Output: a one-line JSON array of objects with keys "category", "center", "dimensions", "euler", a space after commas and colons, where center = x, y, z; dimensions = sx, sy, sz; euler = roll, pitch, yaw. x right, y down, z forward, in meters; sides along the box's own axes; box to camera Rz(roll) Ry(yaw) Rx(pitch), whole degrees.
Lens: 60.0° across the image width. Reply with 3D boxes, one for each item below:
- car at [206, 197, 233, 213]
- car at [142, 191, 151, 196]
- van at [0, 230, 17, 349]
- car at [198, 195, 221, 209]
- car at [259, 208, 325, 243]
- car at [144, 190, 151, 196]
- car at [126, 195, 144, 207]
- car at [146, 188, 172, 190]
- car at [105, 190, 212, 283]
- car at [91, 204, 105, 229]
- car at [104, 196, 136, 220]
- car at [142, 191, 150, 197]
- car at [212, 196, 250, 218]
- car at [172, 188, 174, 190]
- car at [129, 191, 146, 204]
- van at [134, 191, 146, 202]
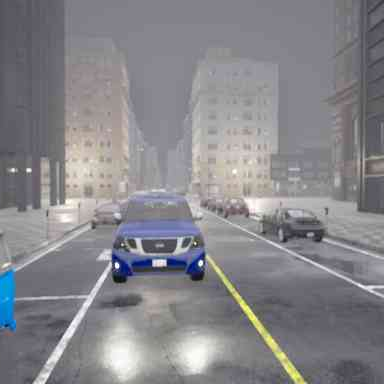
[{"category": "car", "center": [2.529, 1.188, 31.673], "dimensions": [1.802, 1.307, 4.206], "euler": [0, 1, -6]}, {"category": "car", "center": [-11.700, 0.424, 85.738], "dimensions": [1.947, 1.339, 4.313], "euler": [0, 1, -6]}, {"category": "van", "center": [-3.019, 1.313, 2.763], "dimensions": [1.690, 1.788, 3.998], "euler": [0, 1, -6]}, {"category": "car", "center": [1.942, 1.080, 37.281], "dimensions": [1.887, 1.381, 4.507], "euler": [0, 1, -6]}, {"category": "car", "center": [4.290, 1.367, 14.848], "dimensions": [2.008, 1.369, 4.403], "euler": [0, 1, -6]}, {"category": "car", "center": [-12.271, 0.300, 91.191], "dimensions": [1.752, 1.417, 4.829], "euler": [0, 1, -6]}, {"category": "car", "center": [-7.127, 1.054, 42.028], "dimensions": [1.947, 1.339, 4.313], "euler": [0, 1, -6]}, {"category": "car", "center": [-3.670, 0.775, 36.443], "dimensions": [2.150, 2.045, 5.566], "euler": [0, 1, -6]}, {"category": "car", "center": [-0.980, 1.105, 9.788], "dimensions": [2.150, 2.045, 5.566], "euler": [0, 1, -6]}, {"category": "car", "center": [-4.779, 1.353, 19.592], "dimensions": [1.802, 1.307, 4.206], "euler": [0, 1, -6]}, {"category": "car", "center": [-5.366, 1.141, 25.200], "dimensions": [1.967, 1.590, 4.097], "euler": [0, 1, -6]}, {"category": "car", "center": [-11.094, 0.472, 79.944], "dimensions": [1.752, 1.417, 4.829], "euler": [0, 1, -6]}, {"category": "car", "center": [3.116, 1.118, 26.063], "dimensions": [1.967, 1.590, 4.097], "euler": [0, 1, -6]}, {"category": "car", "center": [-3.807, 0.294, 92.223], "dimensions": [1.887, 1.381, 4.507], "euler": [0, 1, -6]}, {"category": "car", "center": [-7.714, 0.732, 47.634], "dimensions": [2.192, 1.841, 5.009], "euler": [0, 1, -6]}, {"category": "van", "center": [-8.302, 0.685, 53.244], "dimensions": [1.690, 1.788, 3.998], "euler": [0, 1, -6]}]
